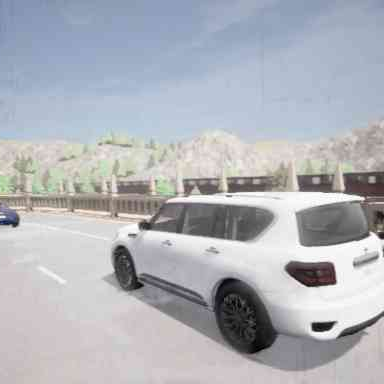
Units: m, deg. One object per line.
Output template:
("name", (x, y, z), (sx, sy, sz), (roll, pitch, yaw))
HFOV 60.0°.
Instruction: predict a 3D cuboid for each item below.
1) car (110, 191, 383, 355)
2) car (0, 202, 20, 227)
("car", (0.474, 1.024, 6.144), (2.150, 2.045, 5.566), (-3, 2, -38))
("car", (-11.683, 1.313, 19.306), (4.181, 1.385, 1.994), (0, 2, 43))
